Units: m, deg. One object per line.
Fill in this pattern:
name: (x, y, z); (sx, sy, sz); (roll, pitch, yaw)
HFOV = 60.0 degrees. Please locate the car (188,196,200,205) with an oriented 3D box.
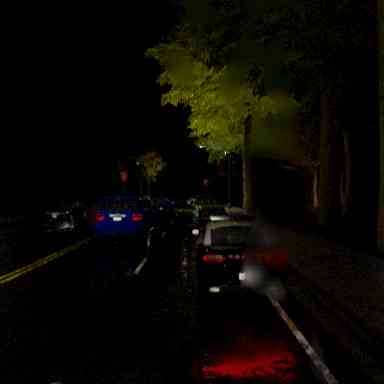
car: (0.407, 1.539, 61.141); (2.033, 1.411, 5.357); (0, 0, 0)

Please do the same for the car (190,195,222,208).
car: (1.147, 1.206, 24.885); (2.150, 2.045, 5.566); (0, 0, 0)

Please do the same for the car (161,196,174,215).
car: (-2.918, 1.457, 34.175); (1.882, 1.535, 5.008); (0, 0, 0)

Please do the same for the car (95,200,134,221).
car: (-6.408, 1.472, 28.075); (2.128, 1.511, 4.902); (0, 0, 0)

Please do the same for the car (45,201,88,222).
car: (-9.673, 1.472, 25.919); (2.128, 1.511, 4.902); (0, 0, 0)

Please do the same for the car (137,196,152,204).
car: (-9.336, 1.491, 66.156); (2.128, 1.511, 4.902); (0, 0, 1)

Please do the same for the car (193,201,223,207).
car: (1.107, 1.488, 18.856); (1.837, 1.490, 4.892); (0, 0, 0)

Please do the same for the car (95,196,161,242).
car: (-3.035, 1.205, 16.264); (2.150, 2.045, 5.566); (0, 0, 0)

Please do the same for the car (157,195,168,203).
car: (-6.041, 1.473, 69.111); (1.882, 1.535, 5.008); (0, 0, 0)

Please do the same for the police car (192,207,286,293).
police car: (1.042, 1.414, 8.965); (1.930, 1.638, 5.238); (0, 0, 0)

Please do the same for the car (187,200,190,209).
car: (0.325, 1.545, 44.387); (1.994, 1.385, 4.181); (0, 0, 0)
